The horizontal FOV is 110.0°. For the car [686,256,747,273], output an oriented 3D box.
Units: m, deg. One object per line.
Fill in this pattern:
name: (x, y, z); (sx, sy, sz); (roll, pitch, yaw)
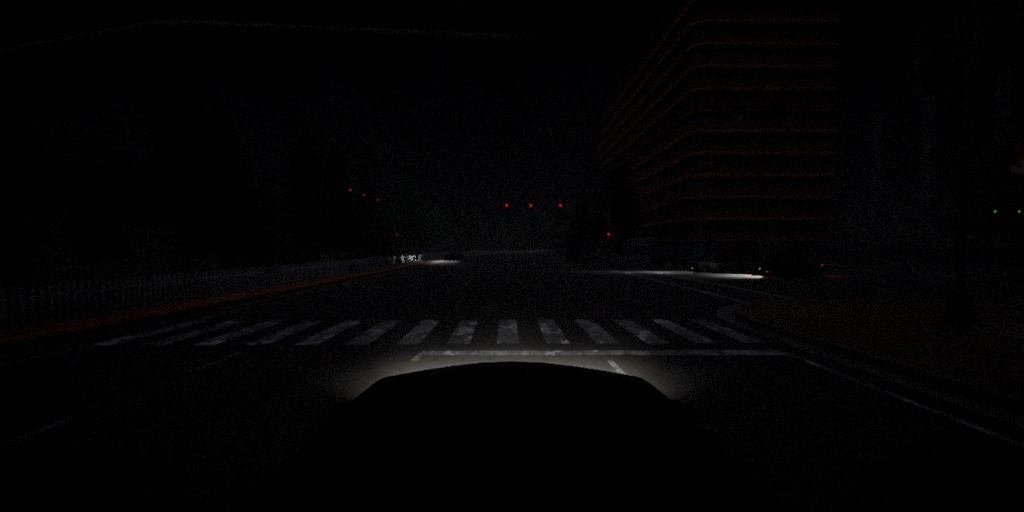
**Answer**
car: (16.892, 0.682, 29.181); (4.718, 1.301, 1.895); (0, 2, 0)

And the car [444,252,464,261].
car: (-8.405, 0.022, 52.227); (1.895, 1.301, 4.718); (0, 2, 7)

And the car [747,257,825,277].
car: (19.747, 0.739, 25.668); (4.181, 1.385, 1.994); (0, 2, 1)
